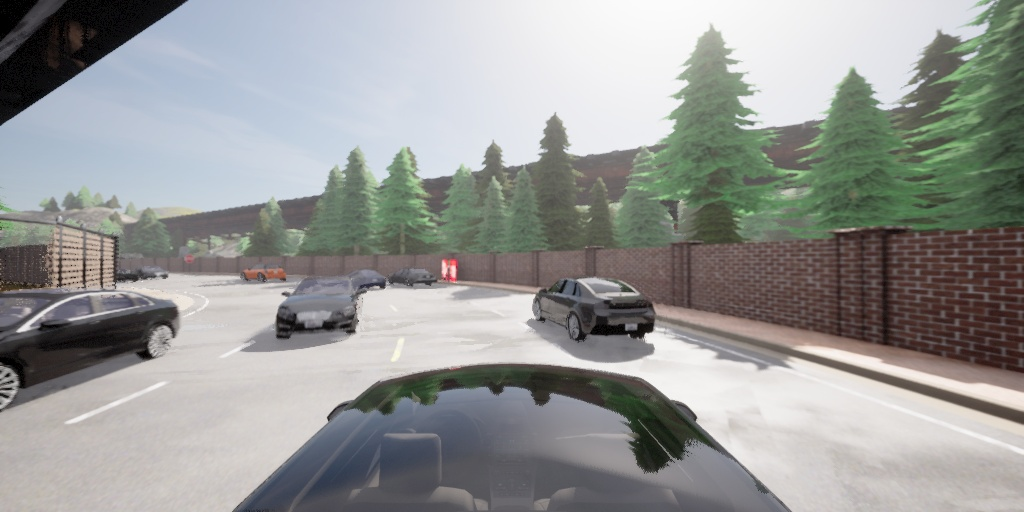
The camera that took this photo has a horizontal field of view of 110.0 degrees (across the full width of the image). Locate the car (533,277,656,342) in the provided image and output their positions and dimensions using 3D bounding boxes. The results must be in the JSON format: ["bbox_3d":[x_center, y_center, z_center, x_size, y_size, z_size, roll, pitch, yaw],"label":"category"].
[{"bbox_3d":[2.044,1.344,10.254,1.837,1.490,4.892,1,-1,-14],"label":"car"}]

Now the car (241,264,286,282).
[{"bbox_3d":[-23.743,1.535,34.243,4.553,1.767,2.097,-1,-1,29],"label":"car"}]

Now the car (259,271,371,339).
[{"bbox_3d":[-5.489,1.358,10.708,2.128,1.511,4.902,0,-1,-20],"label":"car"}]

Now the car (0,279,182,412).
[{"bbox_3d":[-7.718,1.309,5.731,2.128,1.511,4.902,0,-1,-12],"label":"car"}]

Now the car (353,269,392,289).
[{"bbox_3d":[-10.600,1.610,25.402,1.994,1.385,4.181,0,-1,-45],"label":"car"}]

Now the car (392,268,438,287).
[{"bbox_3d":[-7.933,1.613,27.894,5.357,1.411,2.033,-1,-1,44],"label":"car"}]

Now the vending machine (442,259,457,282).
[{"bbox_3d":[-5.370,1.288,30.982,0.880,2.100,1.100,0,0,44],"label":"vending machine"}]

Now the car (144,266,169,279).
[{"bbox_3d":[-38.361,1.760,37.943,4.902,1.511,2.128,-1,-1,28],"label":"car"}]

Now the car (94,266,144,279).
[{"bbox_3d":[-36.114,1.805,32.788,4.718,1.301,1.895,-1,-1,28],"label":"car"}]
